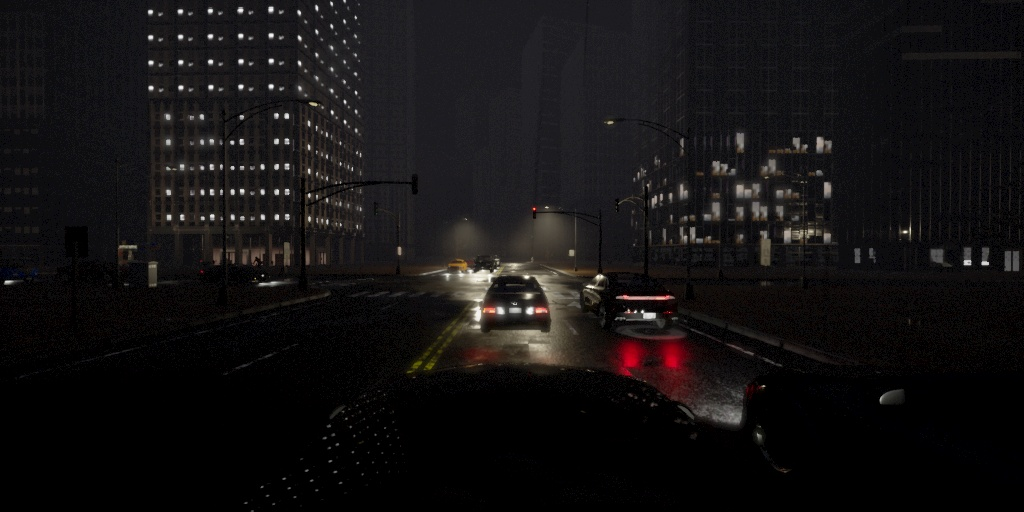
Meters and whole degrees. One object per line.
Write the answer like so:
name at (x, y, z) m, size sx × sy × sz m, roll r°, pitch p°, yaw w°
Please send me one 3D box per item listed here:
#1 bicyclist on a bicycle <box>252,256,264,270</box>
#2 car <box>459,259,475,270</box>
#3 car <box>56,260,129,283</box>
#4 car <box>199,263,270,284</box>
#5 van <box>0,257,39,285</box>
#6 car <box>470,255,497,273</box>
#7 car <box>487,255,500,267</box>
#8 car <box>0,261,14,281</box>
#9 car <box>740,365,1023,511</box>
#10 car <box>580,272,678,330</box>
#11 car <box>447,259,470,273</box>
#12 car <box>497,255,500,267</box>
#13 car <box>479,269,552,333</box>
bicyclist on a bicycle at (-24.667, 0.868, 34.762) m, size 0.582 × 1.620 × 1.656 m, roll 0°, pitch 1°, yaw 1°
car at (-6.538, 1.223, 52.677) m, size 1.812 × 1.442 × 4.674 m, roll 0°, pitch 0°, yaw 0°
car at (-30.053, 1.093, 26.166) m, size 5.008 × 1.535 × 1.882 m, roll 0°, pitch 0°, yaw 2°
car at (-19.961, 1.227, 25.903) m, size 4.181 × 1.385 × 1.994 m, roll 0°, pitch 0°, yaw 1°
van at (-33.910, 0.960, 23.682) m, size 3.998 × 1.789 × 1.690 m, roll 0°, pitch 0°, yaw 1°
car at (-3.302, 0.937, 42.942) m, size 2.150 × 2.045 × 5.566 m, roll 0°, pitch 0°, yaw 0°
car at (-3.268, 0.895, 64.240) m, size 2.150 × 2.045 × 5.566 m, roll 0°, pitch 0°, yaw 0°
car at (-40.295, 1.093, 26.451) m, size 4.674 × 1.442 × 1.812 m, roll 0°, pitch 0°, yaw 2°
car at (3.354, 1.314, 1.988) m, size 1.994 × 1.385 × 4.181 m, roll 0°, pitch 0°, yaw 0°
car at (3.356, 1.238, 11.145) m, size 2.128 × 1.511 × 4.902 m, roll 0°, pitch 0°, yaw 0°
car at (-6.550, 1.193, 43.265) m, size 1.882 × 1.535 × 5.008 m, roll 0°, pitch 0°, yaw 0°
car at (-3.289, 1.048, 52.896) m, size 2.097 × 1.767 × 4.553 m, roll 0°, pitch 0°, yaw 0°
car at (0.109, 1.294, 10.732) m, size 2.033 × 1.411 × 5.357 m, roll 0°, pitch 0°, yaw 1°
